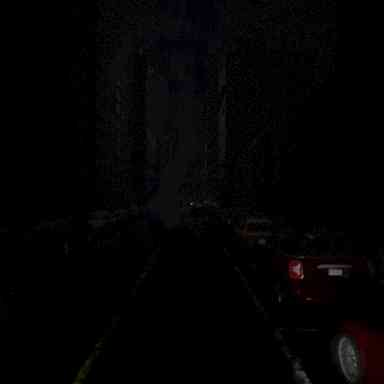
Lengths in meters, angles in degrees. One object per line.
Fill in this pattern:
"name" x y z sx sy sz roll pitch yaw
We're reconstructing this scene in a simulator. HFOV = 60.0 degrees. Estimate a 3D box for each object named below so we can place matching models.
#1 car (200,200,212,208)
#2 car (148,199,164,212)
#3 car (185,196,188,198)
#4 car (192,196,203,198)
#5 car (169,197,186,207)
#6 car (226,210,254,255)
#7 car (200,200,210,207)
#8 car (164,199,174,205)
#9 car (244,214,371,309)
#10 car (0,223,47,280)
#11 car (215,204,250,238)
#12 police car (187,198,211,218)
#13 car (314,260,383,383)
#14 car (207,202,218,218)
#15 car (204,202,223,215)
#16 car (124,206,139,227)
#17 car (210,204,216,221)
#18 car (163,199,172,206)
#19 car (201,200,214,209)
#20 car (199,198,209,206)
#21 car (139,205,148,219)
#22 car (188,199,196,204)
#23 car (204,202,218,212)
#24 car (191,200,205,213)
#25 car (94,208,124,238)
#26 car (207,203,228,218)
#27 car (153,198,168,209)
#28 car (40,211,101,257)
"car" 2.616 2.226 63.233 2.008 1.369 4.403 0 -1 0
"car" -5.399 2.017 46.501 1.752 1.417 4.829 0 -1 0
"car" -0.024 2.151 70.835 1.994 1.385 4.181 0 -1 0
"car" 0.808 1.764 50.852 2.150 2.045 5.566 0 -1 0
"car" -2.798 2.252 64.596 1.994 1.385 4.181 0 -1 1
"car" 2.634 1.667 13.737 1.752 1.417 4.829 0 -1 0
"car" 2.614 2.318 68.751 1.802 1.307 4.206 0 -1 0
"car" -5.415 2.408 79.777 2.008 1.369 4.403 0 -1 0
"car" 2.636 1.524 8.049 1.967 1.590 4.097 0 -1 0
"car" -5.390 1.665 8.043 1.802 1.307 4.206 0 -1 0
"car" 2.632 1.637 19.086 1.967 1.590 4.097 0 -1 0
"police car" 0.715 1.790 34.907 1.930 1.638 5.238 0 -1 -2
"car" 2.637 1.609 2.529 1.802 1.307 4.206 0 -1 0
"car" 2.627 1.879 30.122 1.947 1.339 4.313 0 -1 0
"car" 2.624 1.984 41.159 2.008 1.369 4.403 0 -1 0
"car" -5.395 1.835 24.597 1.802 1.307 4.206 0 -1 0
"car" 2.629 1.804 24.604 2.008 1.369 4.403 0 -1 0
"car" -5.413 2.320 74.089 1.752 1.417 4.829 0 -1 0
"car" 2.618 2.166 57.715 2.008 1.369 4.403 0 -1 0
"car" 2.612 2.237 74.272 1.967 1.590 4.097 0 -1 0
"car" -5.398 1.895 30.115 1.802 1.307 4.206 0 -1 0
"car" -0.029 2.355 85.548 1.895 1.301 4.718 0 -1 0
"car" 2.622 2.076 46.677 1.802 1.307 4.206 0 -1 0
"car" 0.793 1.932 45.013 1.801 1.575 5.366 0 -1 0
"car" -5.393 1.720 18.909 1.752 1.417 4.829 0 -1 0
"car" 2.626 1.917 35.640 1.887 1.381 4.507 0 -1 0
"car" -5.405 1.869 52.189 2.192 1.841 5.009 0 -1 0
"car" -5.391 1.684 13.561 1.887 1.381 4.507 0 -1 0
